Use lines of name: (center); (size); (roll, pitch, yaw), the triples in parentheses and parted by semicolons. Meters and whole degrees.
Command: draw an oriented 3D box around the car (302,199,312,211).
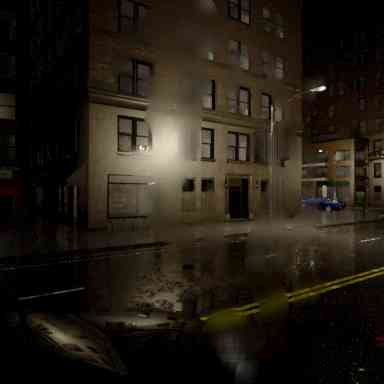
car: (11.507, 1.421, 39.213); (1.967, 1.590, 4.097); (0, 0, -36)

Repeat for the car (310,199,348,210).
car: (18.037, 1.577, 43.876); (1.947, 1.339, 4.313); (0, 0, -36)

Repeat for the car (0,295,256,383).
car: (-1.581, 1.526, 2.308); (4.674, 1.442, 1.812); (0, 0, -36)

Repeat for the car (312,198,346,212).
car: (14.972, 1.469, 38.724); (1.882, 1.535, 5.008); (0, 0, -36)
